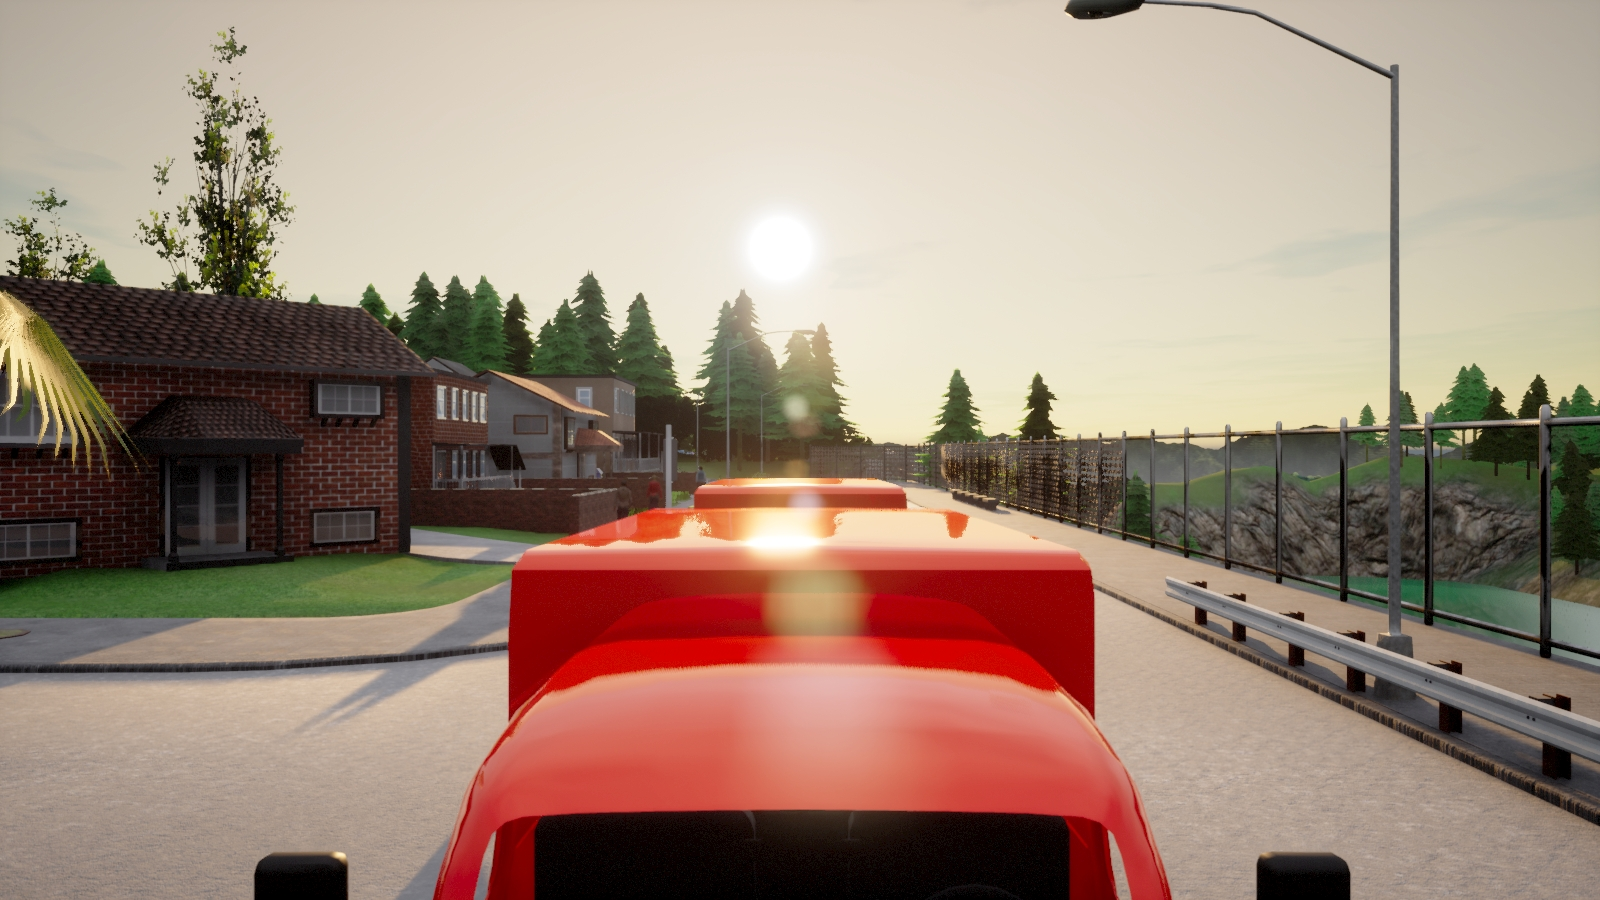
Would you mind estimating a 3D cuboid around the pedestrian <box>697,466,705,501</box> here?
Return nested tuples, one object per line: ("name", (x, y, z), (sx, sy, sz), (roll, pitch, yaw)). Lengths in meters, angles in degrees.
("pedestrian", (-5.293, 1.770, 60.962), (0.375, 1.860, 0.375), (0, 0, 0))

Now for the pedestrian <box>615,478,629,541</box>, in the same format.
("pedestrian", (-5.306, 1.759, 34.026), (0.375, 1.860, 0.375), (0, 0, -1))

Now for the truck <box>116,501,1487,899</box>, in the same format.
("truck", (0.003, 1.569, 4.793), (2.627, 2.467, 5.204), (0, 0, 0))

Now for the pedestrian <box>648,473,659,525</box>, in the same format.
("pedestrian", (-5.303, 1.762, 41.332), (0.375, 1.860, 0.375), (0, 0, 0))

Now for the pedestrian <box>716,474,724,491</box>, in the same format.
("pedestrian", (-5.291, 2.153, 75.586), (0.500, 1.100, 0.500), (0, 0, 0))
